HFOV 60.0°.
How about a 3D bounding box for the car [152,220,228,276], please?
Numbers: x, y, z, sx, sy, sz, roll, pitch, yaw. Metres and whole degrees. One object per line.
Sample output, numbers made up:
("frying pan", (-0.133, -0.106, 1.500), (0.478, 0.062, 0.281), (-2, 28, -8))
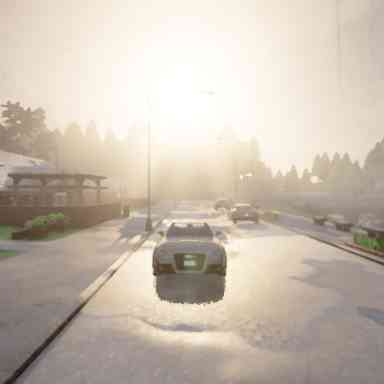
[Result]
("car", (-0.072, 1.580, 10.226), (1.994, 1.385, 4.181), (0, 0, 0))

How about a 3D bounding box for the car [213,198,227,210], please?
("car", (3.838, 1.579, 43.268), (1.837, 1.490, 4.892), (0, -1, 0))

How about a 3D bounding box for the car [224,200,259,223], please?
("car", (3.921, 1.615, 25.962), (1.994, 1.385, 4.181), (0, 0, 0))
